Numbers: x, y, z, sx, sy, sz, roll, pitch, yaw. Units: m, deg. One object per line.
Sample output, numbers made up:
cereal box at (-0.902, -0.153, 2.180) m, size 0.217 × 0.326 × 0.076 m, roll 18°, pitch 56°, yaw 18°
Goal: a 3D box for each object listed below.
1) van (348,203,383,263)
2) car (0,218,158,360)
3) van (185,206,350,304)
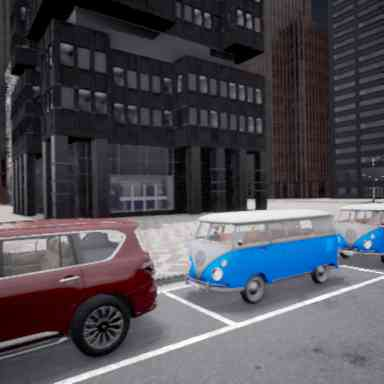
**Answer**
van at (6.392, 1.275, 11.168) m, size 3.998 × 1.788 × 1.690 m, roll -1°, pitch 0°, yaw -35°
car at (-2.868, 1.381, 4.597) m, size 5.009 × 1.841 × 2.192 m, roll -1°, pitch 0°, yaw -35°
van at (1.762, 1.341, 7.883) m, size 3.998 × 1.788 × 1.690 m, roll -1°, pitch 0°, yaw -35°
